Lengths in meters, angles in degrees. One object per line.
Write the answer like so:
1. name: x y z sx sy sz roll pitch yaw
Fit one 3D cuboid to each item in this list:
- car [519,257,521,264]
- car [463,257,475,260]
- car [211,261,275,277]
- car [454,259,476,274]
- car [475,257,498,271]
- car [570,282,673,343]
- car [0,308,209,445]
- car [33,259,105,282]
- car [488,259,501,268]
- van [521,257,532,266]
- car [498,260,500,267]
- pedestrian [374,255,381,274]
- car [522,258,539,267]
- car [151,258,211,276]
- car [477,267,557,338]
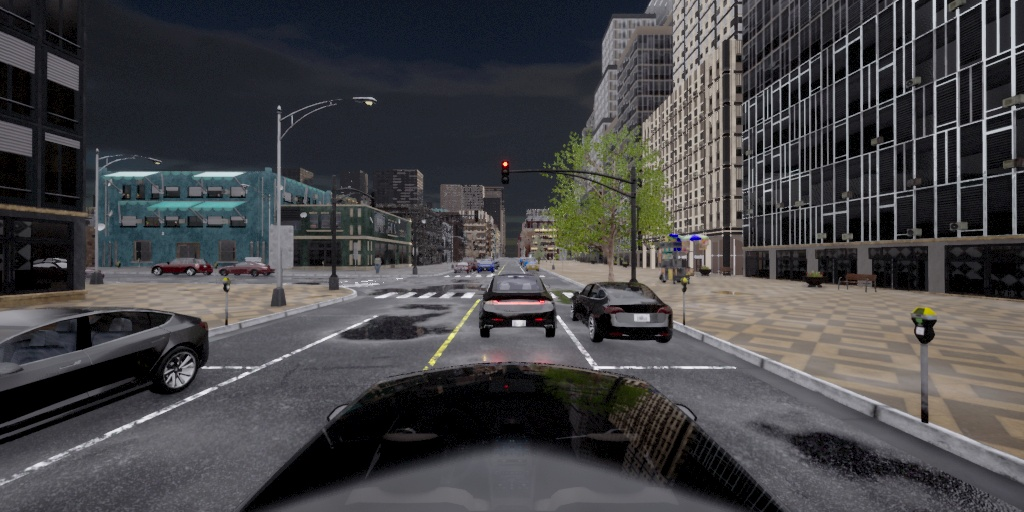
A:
1. car: 2.687 1.305 64.194 2.007 1.370 4.403 0 0 0
2. car: -5.692 1.068 47.538 2.192 1.841 5.009 0 0 0
3. car: -22.823 1.090 30.900 4.207 1.307 1.802 0 0 -1
4. car: -5.692 1.334 41.987 1.802 1.307 4.207 0 0 0
5. car: -3.103 1.230 43.661 1.882 1.535 5.008 0 0 0
6. car: 2.691 1.316 9.512 1.948 1.339 4.313 0 0 0
7. car: -5.689 1.316 3.972 1.948 1.339 4.313 0 0 0
8. car: -28.251 0.980 22.442 4.207 1.307 1.802 0 0 -1
9. car: -3.064 1.302 63.960 2.033 1.411 5.357 0 0 0
10. van: 2.688 1.094 53.093 1.690 1.789 3.998 0 0 0
11. car: -3.082 1.318 53.512 1.994 1.385 4.181 0 0 1
12. pedestrian: -12.751 0.789 33.992 0.375 1.860 0.375 0 -1 -1
13. car: 2.688 1.278 47.711 1.751 1.417 4.829 0 0 0
14. car: -28.370 0.879 30.822 4.097 1.591 1.967 0 0 -1
15. car: 0.110 1.242 10.182 2.128 1.511 4.902 0 0 -1
